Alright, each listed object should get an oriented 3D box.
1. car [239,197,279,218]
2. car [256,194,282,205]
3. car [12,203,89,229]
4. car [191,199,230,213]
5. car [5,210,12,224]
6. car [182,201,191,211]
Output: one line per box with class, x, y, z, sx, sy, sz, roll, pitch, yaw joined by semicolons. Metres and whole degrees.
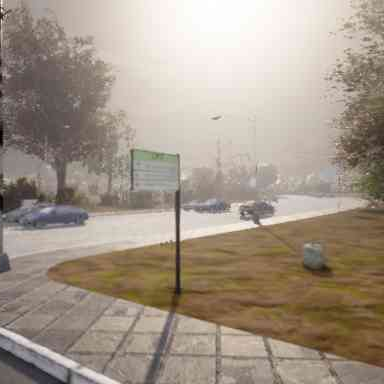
car;6.197;1.556;31.165;1.837;1.490;4.892;0;0;38
car;11.711;1.114;50.292;2.128;1.511;4.902;0;0;35
car;-9.407;1.637;22.964;1.812;1.442;4.674;0;0;40
car;2.476;1.544;37.974;1.882;1.535;5.008;0;0;38
car;-11.895;1.620;25.461;2.128;1.511;4.902;0;0;39
car;0.661;1.642;41.361;1.994;1.385;4.181;0;0;37
